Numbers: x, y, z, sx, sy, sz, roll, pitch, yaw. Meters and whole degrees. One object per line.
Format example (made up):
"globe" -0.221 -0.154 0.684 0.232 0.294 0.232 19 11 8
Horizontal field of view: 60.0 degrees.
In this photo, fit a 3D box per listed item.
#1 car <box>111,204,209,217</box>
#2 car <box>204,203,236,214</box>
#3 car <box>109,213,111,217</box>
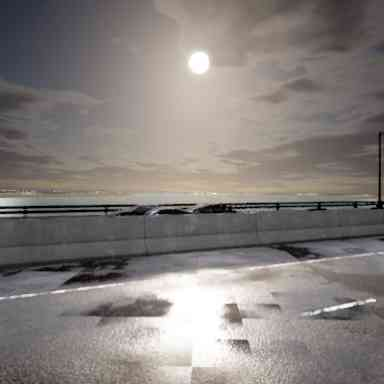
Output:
"car" -1.698 1.573 18.043 4.674 1.442 1.812 0 0 -26
"car" 0.840 1.570 23.177 4.892 1.490 1.837 0 0 -26
"car" -3.506 1.611 24.951 5.357 1.411 2.033 0 0 -26
